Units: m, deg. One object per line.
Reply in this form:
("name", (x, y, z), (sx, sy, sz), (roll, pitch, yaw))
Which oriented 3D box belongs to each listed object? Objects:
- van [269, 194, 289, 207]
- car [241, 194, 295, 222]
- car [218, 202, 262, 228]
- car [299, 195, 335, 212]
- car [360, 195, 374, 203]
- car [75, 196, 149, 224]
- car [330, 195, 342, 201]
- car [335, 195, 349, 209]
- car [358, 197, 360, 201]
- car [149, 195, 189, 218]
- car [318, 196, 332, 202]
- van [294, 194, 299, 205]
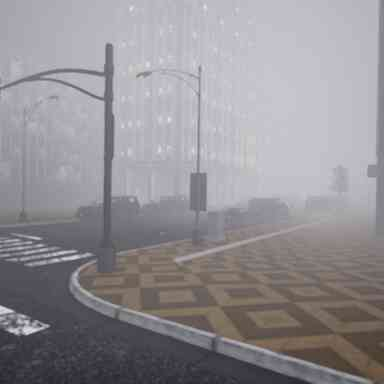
("van", (13.474, 1.269, 51.176), (1.690, 1.788, 3.998), (1, 1, 35))
("car", (6.331, 1.366, 27.255), (2.192, 1.841, 5.009), (1, 1, 35))
("car", (2.834, 1.625, 22.331), (1.802, 1.307, 4.206), (1, 1, 35))
("car", (14.915, 1.383, 39.495), (2.192, 1.841, 5.009), (1, 1, 35))
("car", (39.152, 1.553, 73.772), (1.967, 1.590, 4.097), (1, 1, 35))
("car", (-5.883, 1.199, 24.098), (2.192, 1.841, 5.009), (1, 1, 35))
("car", (35.834, 1.494, 82.716), (1.752, 1.417, 4.829), (1, 1, 35))
("car", (19.902, 1.393, 46.619), (2.192, 1.841, 5.009), (1, 1, 35))
("car", (43.616, 1.600, 84.503), (2.128, 1.511, 4.902), (1, 1, 35))
("car", (-2.221, 1.207, 29.264), (2.192, 1.841, 5.009), (1, 1, 35))
("car", (29.514, 1.540, 73.805), (1.802, 1.307, 4.206), (1, 1, 35))
("van", (16.683, 1.275, 55.701), (1.690, 1.788, 3.998), (1, 1, 35))
